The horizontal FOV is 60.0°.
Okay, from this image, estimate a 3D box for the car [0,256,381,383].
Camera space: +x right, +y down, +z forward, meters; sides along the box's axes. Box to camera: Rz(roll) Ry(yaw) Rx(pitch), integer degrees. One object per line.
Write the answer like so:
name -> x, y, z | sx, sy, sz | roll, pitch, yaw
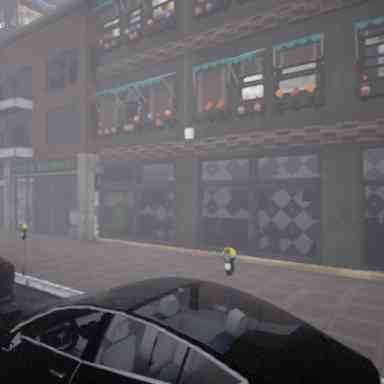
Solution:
car -> -0.556, 1.552, 3.277 | 4.313, 1.339, 1.947 | 0, 0, 35
